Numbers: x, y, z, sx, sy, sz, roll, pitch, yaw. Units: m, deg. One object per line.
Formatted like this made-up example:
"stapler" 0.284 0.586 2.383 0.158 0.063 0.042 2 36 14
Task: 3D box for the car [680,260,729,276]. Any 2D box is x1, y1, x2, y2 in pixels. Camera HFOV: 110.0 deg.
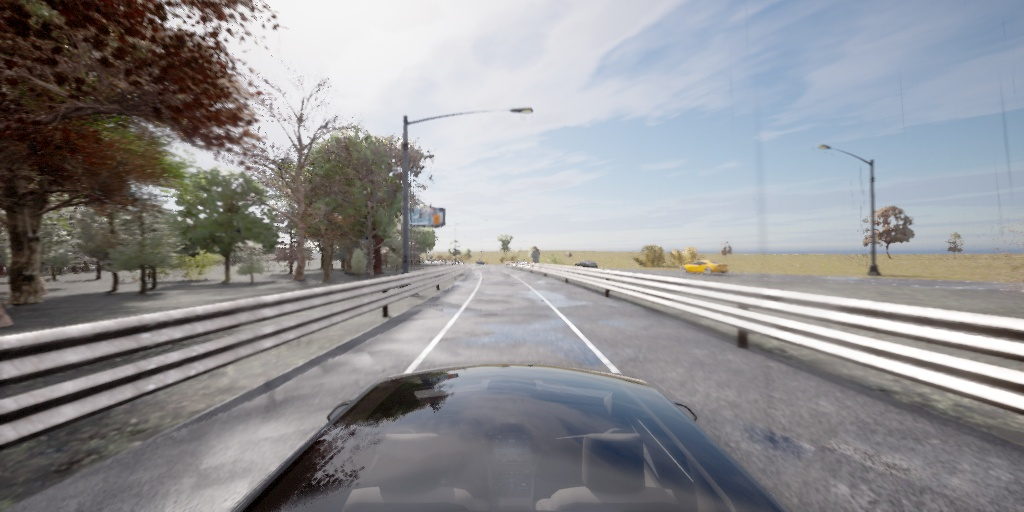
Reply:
"car" 19.958 1.195 37.480 1.882 1.535 5.008 0 0 -22

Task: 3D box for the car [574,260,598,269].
"car" 11.856 1.449 57.914 2.128 1.511 4.902 0 0 -22
